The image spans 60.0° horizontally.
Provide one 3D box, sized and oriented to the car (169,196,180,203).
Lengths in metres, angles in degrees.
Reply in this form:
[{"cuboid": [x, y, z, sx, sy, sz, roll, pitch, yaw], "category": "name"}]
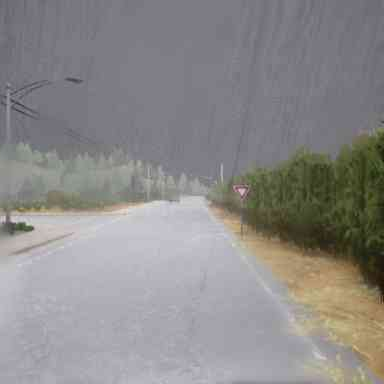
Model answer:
[{"cuboid": [-3.484, 1.468, 66.582, 1.994, 1.385, 4.181, 0, 0, 1], "category": "car"}]
